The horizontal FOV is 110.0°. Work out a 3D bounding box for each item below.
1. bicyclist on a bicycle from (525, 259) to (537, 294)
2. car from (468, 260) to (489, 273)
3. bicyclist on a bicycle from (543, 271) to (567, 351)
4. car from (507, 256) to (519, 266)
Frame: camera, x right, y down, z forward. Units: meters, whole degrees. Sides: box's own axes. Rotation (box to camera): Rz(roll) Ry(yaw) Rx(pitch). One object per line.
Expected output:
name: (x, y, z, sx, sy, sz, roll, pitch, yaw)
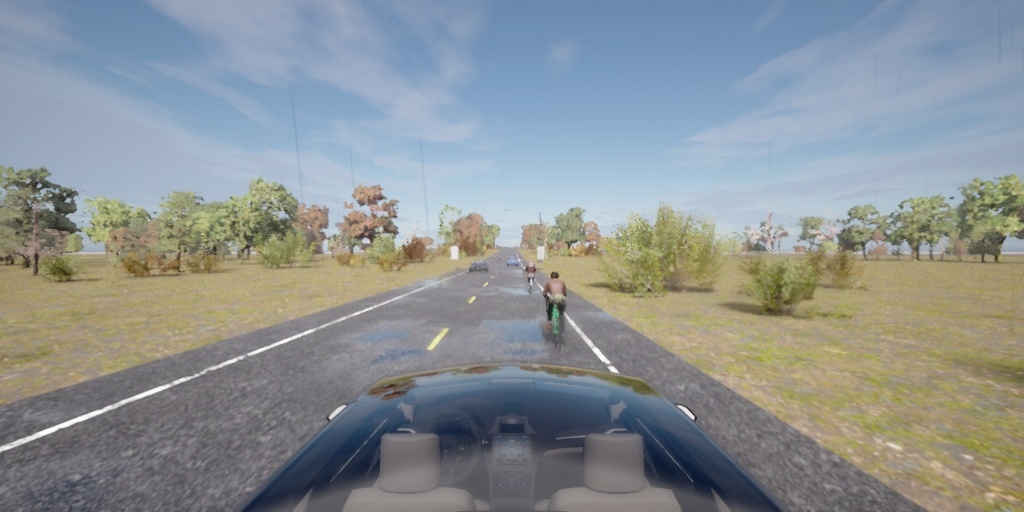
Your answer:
bicyclist on a bicycle: (0.970, 1.037, 18.545, 0.659, 1.776, 1.843, 0, 1, 0)
car: (-3.578, 1.129, 39.297, 1.994, 1.385, 4.181, 0, 0, 0)
bicyclist on a bicycle: (0.966, 1.172, 7.951, 0.582, 1.620, 1.656, 0, 0, 0)
car: (0.125, 0.991, 60.647, 2.033, 1.411, 5.357, 0, 1, 0)
